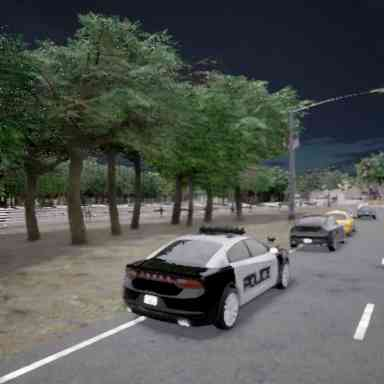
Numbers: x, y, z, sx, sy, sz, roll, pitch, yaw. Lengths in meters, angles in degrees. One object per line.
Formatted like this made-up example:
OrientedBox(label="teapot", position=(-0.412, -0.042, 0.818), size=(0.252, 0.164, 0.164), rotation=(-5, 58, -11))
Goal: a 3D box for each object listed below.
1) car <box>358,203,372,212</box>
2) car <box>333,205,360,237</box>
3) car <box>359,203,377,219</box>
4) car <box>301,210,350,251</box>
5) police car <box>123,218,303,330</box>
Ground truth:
OrientedBox(label="car", position=(28.633, 2.568, 55.223), size=(1.812, 1.442, 4.674), rotation=(-1, -1, 25))
OrientedBox(label="car", position=(9.315, 1.883, 21.179), size=(1.801, 1.575, 5.366), rotation=(-1, -1, 31))
OrientedBox(label="car", position=(19.634, 2.274, 37.289), size=(2.033, 1.411, 5.357), rotation=(-1, -1, 28))
OrientedBox(label="car", position=(6.090, 1.832, 15.883), size=(1.837, 1.490, 4.892), rotation=(-1, -1, 32))
OrientedBox(label="police car", position=(0.756, 1.584, 7.536), size=(1.930, 1.638, 5.238), rotation=(-1, -1, 33))
